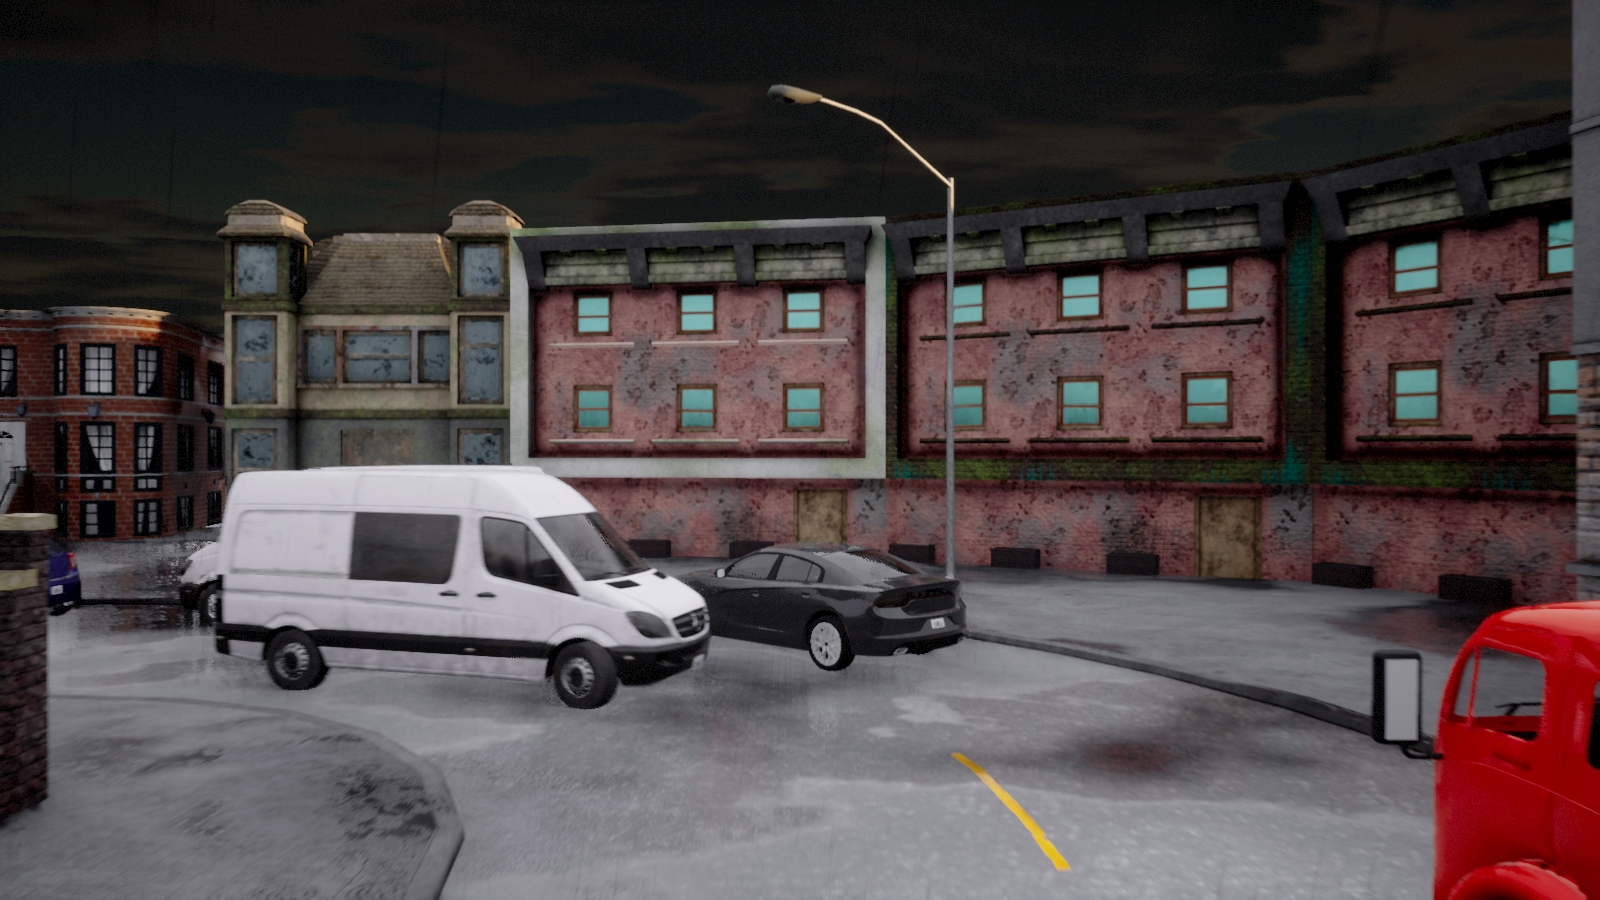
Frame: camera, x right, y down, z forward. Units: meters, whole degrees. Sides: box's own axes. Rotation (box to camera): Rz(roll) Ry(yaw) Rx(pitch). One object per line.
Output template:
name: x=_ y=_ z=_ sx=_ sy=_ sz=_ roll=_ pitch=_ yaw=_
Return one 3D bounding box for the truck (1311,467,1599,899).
truck: x=3.842 y=1.363 z=2.977 sx=2.627 sy=2.467 sz=5.204 roll=0 pitch=1 yaw=-1

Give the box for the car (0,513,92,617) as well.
car: x=-13.842 y=1.818 z=18.477 sx=3.633 sy=1.501 sz=1.845 roll=0 pitch=0 yaw=-1

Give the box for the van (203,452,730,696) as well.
van: x=-3.973 y=1.316 z=13.760 sx=5.915 sy=2.561 sz=1.988 roll=0 pitch=0 yaw=15

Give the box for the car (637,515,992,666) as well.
car: x=0.031 y=1.816 z=16.092 sx=2.097 sy=1.535 sz=5.006 roll=0 pitch=0 yaw=-43
